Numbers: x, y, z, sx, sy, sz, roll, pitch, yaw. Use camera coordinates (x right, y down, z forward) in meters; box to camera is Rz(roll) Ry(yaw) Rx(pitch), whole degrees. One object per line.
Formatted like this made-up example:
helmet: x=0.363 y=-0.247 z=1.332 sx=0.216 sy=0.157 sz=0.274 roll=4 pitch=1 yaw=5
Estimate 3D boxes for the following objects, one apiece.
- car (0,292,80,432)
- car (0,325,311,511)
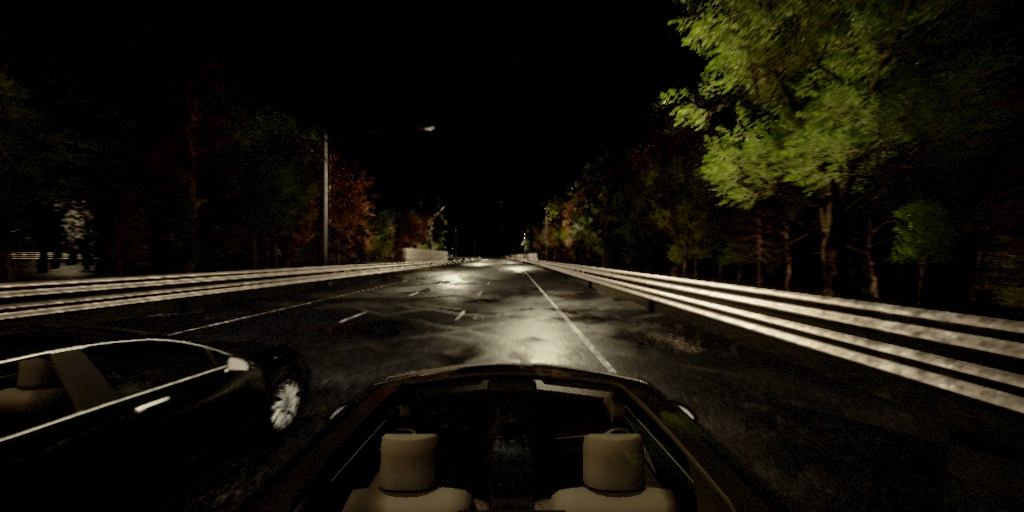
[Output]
car: x=-6.900 y=1.243 z=2.390 sx=2.128 sy=1.511 sz=4.902 roll=0 pitch=0 yaw=0
car: x=-3.400 y=1.257 z=2.489 sx=1.837 sy=1.490 sz=4.892 roll=0 pitch=0 yaw=0
